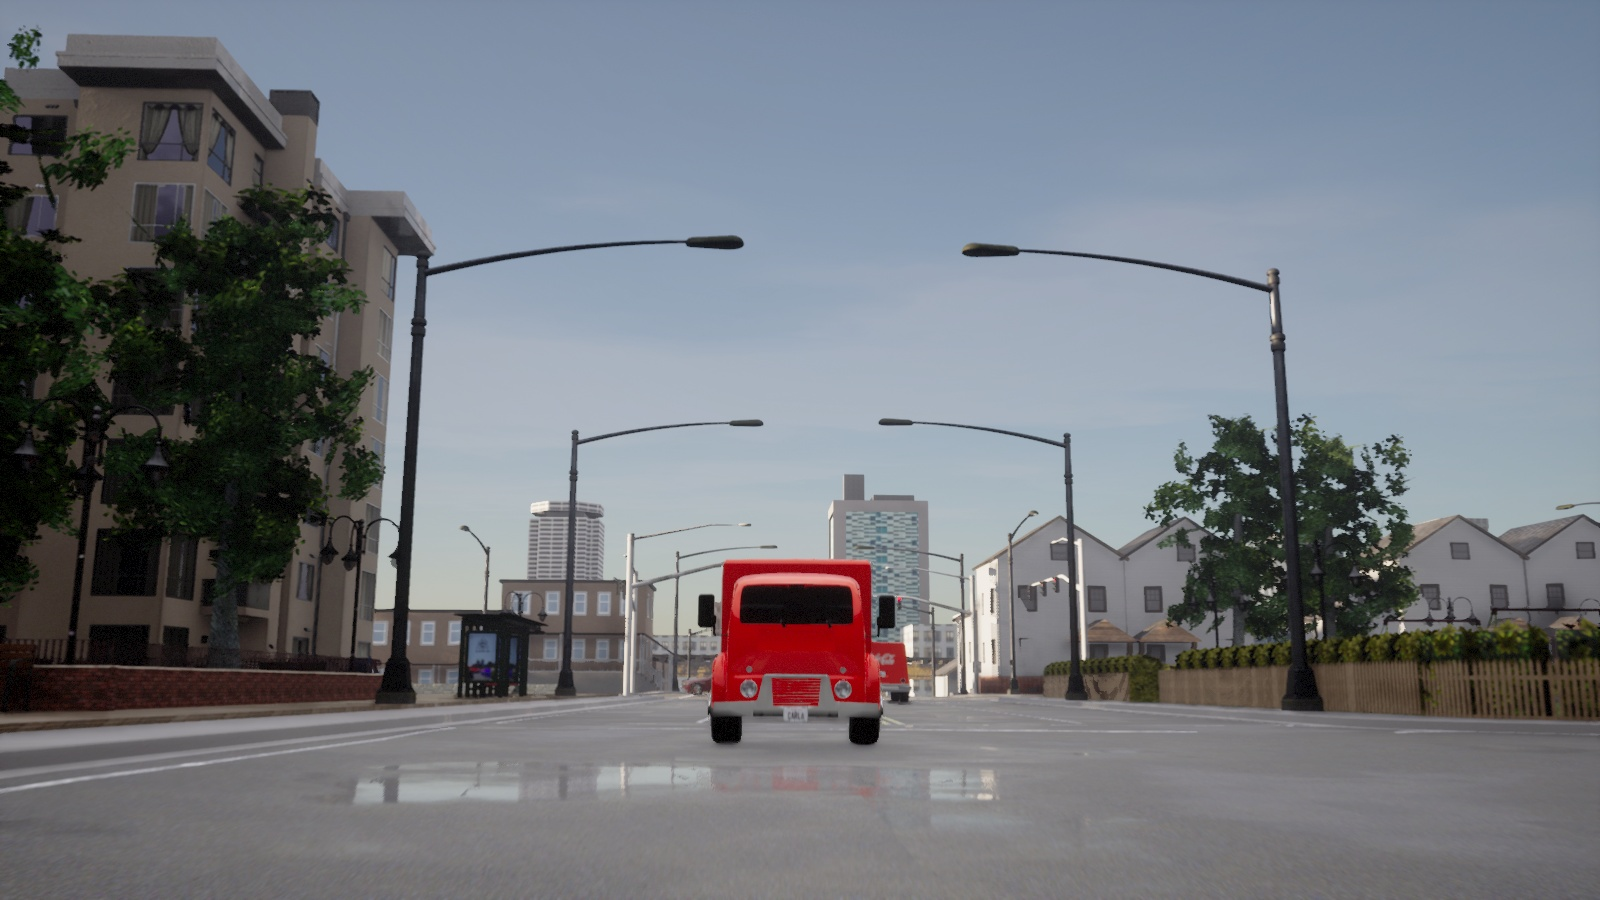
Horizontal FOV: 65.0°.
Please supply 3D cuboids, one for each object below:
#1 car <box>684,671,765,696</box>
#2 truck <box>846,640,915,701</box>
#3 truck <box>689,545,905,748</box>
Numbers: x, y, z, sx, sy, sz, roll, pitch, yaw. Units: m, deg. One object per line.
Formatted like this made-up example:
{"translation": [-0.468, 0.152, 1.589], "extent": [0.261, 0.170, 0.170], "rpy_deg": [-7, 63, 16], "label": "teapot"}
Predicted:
{"translation": [-4.399, 13.693, 73.644], "extent": [4.674, 1.442, 1.812], "rpy_deg": [0, -10, -1], "label": "car"}
{"translation": [3.391, 9.560, 54.189], "extent": [2.627, 2.467, 5.204], "rpy_deg": [0, -11, 0], "label": "truck"}
{"translation": [-0.038, 2.841, 18.009], "extent": [2.627, 2.467, 5.204], "rpy_deg": [0, -10, 0], "label": "truck"}
